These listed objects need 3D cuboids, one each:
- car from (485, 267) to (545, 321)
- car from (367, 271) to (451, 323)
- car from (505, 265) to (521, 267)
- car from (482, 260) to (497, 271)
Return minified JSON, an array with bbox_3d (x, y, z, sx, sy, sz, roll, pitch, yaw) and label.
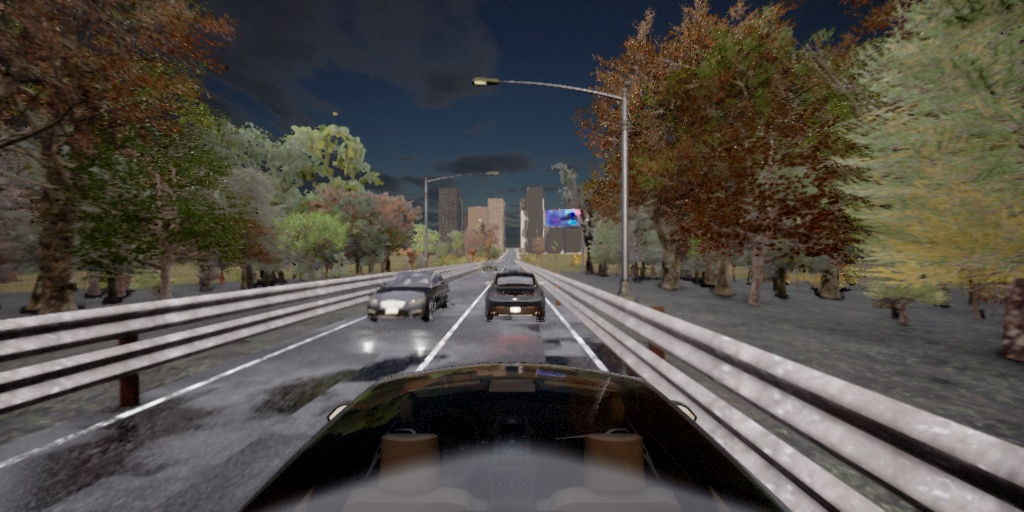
[{"bbox_3d":[0.100,1.294,12.590,1.837,1.490,4.892,0,0,0],"label":"car"},{"bbox_3d":[-3.347,1.280,12.443,2.128,1.511,4.902,0,0,0],"label":"car"},{"bbox_3d":[0.104,1.533,33.475,1.895,1.301,4.718,0,0,0],"label":"car"},{"bbox_3d":[-3.327,1.432,54.478,2.097,1.767,4.553,0,-1,0],"label":"car"}]
